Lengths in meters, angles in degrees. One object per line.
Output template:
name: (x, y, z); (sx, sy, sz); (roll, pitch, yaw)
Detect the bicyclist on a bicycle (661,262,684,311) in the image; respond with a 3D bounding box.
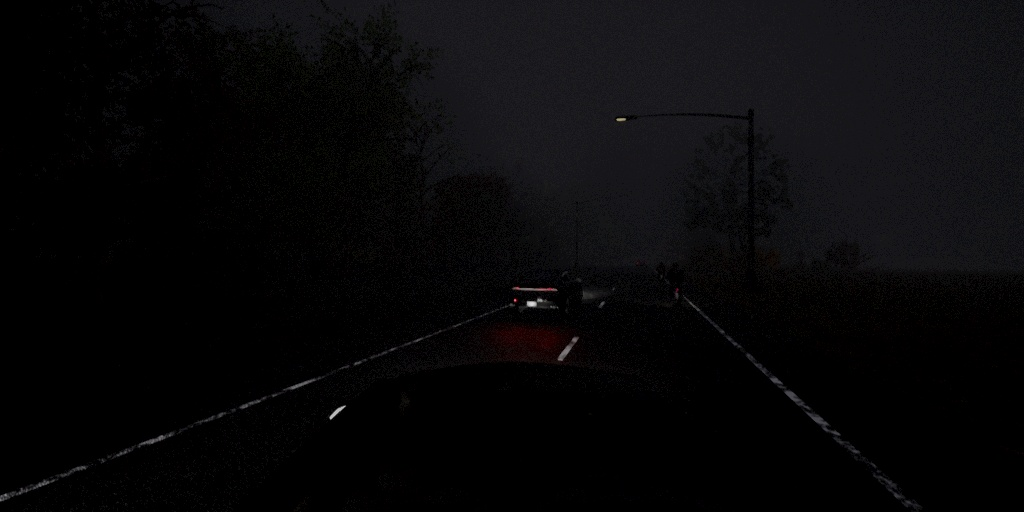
bicyclist on a bicycle: (6.127, 1.121, 13.468); (0.659, 1.776, 1.843); (0, 0, 19)

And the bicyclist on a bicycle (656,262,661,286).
bicyclist on a bicycle: (9.063, 1.203, 21.753); (0.582, 1.620, 1.656); (0, 0, 20)

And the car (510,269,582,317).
car: (1.419, 1.241, 13.249); (2.128, 1.511, 4.902); (0, 0, 20)
